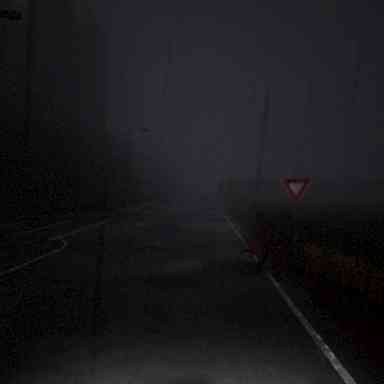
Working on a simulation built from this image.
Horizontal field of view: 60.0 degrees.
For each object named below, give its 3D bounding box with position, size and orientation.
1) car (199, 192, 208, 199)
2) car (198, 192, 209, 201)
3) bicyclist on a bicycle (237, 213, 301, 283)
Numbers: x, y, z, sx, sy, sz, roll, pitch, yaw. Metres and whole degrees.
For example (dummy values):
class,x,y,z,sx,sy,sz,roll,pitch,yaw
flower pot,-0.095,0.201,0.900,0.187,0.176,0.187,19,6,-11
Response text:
class,x,y,z,sx,sy,sz,roll,pitch,yaw
car,2.547,0.733,73.118,1.812,1.442,4.674,0,1,2
car,2.169,0.906,62.507,2.033,1.411,5.357,0,1,2
bicyclist on a bicycle,1.818,1.342,8.080,1.656,1.620,0.582,0,0,36
